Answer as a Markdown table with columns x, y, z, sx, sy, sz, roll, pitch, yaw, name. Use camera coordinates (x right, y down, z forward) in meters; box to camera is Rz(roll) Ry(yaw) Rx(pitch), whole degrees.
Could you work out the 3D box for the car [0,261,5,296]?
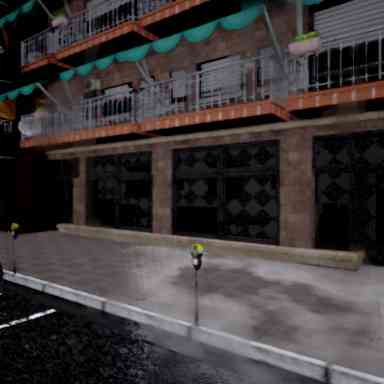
| x | y | z | sx | sy | sz | roll | pitch | yaw | name |
| --- | --- | --- | --- | --- | --- | --- | --- | --- | --- |
| -5.520 | 1.512 | 6.816 | 4.403 | 1.369 | 2.008 | 0 | 0 | 36 | car |
